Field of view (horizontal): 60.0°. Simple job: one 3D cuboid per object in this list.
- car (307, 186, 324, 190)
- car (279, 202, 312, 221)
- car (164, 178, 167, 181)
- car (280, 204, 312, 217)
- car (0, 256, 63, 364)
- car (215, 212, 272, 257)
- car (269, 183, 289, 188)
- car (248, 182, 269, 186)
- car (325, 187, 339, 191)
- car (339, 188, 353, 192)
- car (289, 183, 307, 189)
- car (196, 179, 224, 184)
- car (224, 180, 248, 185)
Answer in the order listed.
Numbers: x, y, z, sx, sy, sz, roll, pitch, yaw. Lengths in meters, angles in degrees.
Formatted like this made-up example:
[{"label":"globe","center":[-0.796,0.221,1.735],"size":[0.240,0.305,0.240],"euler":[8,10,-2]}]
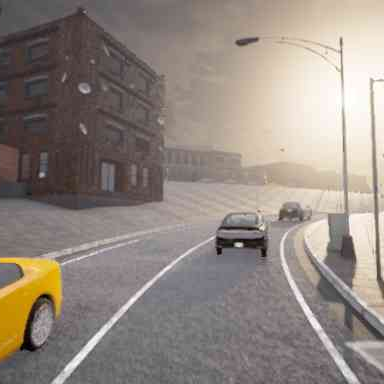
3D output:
[{"label":"car","center":[28.365,-0.744,79.099],"size":[4.792,1.488,2.163],"euler":[3,-5,-28]},{"label":"car","center":[9.437,1.654,30.134],"size":[2.097,1.767,4.553],"euler":[-3,-2,31]},{"label":"car","center":[-6.752,-2.394,62.704],"size":[4.553,1.767,2.185],"euler":[2,-5,-23]},{"label":"car","center":[12.639,2.199,40.283],"size":[1.994,1.385,4.181],"euler":[-4,-4,43]},{"label":"car","center":[-3.205,1.481,3.451],"size":[1.882,1.535,5.008],"euler":[0,0,5]},{"label":"car","center":[2.142,1.562,13.394],"size":[2.128,1.511,4.902],"euler":[-1,-1,14]},{"label":"car","center":[18.401,-1.271,73.900],"size":[5.008,1.535,2.097],"euler":[3,-5,-26]},{"label":"car","center":[13.403,-1.464,71.497],"size":[4.674,1.452,2.002],"euler":[3,-5,-24]},{"label":"car","center":[33.173,-0.477,81.797],"size":[4.674,1.452,2.002],"euler":[3,-5,-29]},{"label":"car","center":[37.837,-0.254,84.553],"size":[4.892,1.521,2.231],"euler":[3,-6,-30]},{"label":"car","center":[23.324,-1.156,76.405],"size":[4.553,1.767,2.185],"euler":[3,-5,-27]},{"label":"car","center":[3.292,-1.914,67.019],"size":[4.892,1.521,2.231],"euler":[2,-5,-23]},{"label":"car","center":[8.356,-1.722,69.207],"size":[4.892,1.521,2.231],"euler":[2,-5,-23]}]
